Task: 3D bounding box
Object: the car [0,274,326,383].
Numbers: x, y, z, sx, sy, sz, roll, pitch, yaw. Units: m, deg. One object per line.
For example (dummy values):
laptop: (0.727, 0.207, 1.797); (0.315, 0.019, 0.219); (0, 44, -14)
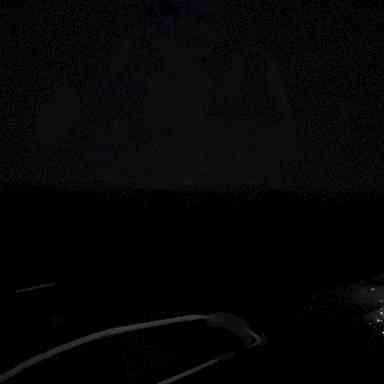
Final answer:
car: (-1.072, 1.491, 2.302); (4.902, 1.511, 2.128); (0, 0, -36)
